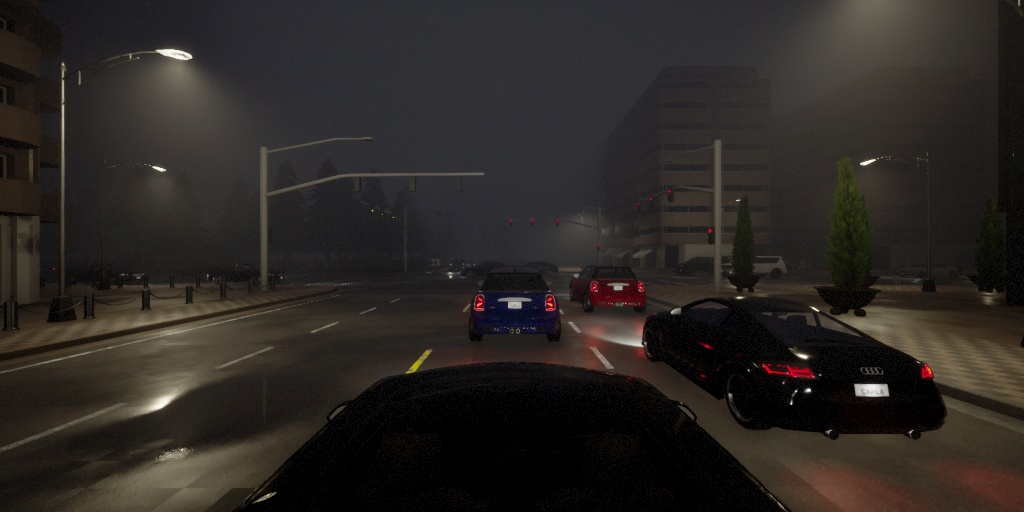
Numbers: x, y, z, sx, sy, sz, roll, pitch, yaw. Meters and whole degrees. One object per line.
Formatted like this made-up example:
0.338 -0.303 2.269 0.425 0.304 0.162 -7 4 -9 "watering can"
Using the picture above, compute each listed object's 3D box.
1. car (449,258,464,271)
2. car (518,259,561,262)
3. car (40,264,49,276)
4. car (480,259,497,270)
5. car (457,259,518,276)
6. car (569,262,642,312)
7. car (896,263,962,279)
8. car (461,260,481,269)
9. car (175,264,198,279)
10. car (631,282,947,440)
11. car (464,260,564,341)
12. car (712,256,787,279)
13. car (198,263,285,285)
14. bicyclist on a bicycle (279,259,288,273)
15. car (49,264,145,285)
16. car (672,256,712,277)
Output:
-6.936 1.102 47.459 2.097 1.767 4.553 0 0 2 "car"
2.296 1.276 36.551 4.892 1.490 1.837 0 0 0 "car"
-49.538 1.353 36.265 5.357 1.411 2.033 0 0 0 "car"
-3.293 1.228 51.897 1.882 1.535 5.008 0 0 4 "car"
-2.188 1.257 33.029 5.008 1.535 1.882 0 0 0 "car"
3.598 1.102 14.242 2.097 1.767 4.553 0 0 0 "car"
38.472 1.331 33.193 4.674 1.442 1.812 0 0 0 "car"
-6.469 1.297 56.916 2.033 1.411 5.357 0 0 6 "car"
-28.049 1.331 32.914 4.674 1.442 1.812 0 0 0 "car"
3.604 1.314 5.602 1.994 1.385 4.181 0 0 0 "car"
0.078 1.102 10.012 2.097 1.767 4.553 0 0 0 "car"
22.150 1.028 33.139 5.566 2.045 2.150 0 0 0 "car"
-19.010 1.297 25.754 4.902 1.511 2.128 0 0 0 "car"
-25.635 1.106 40.208 0.582 1.620 1.656 0 0 0 "bicyclist on a bicycle"
-29.222 1.297 25.709 4.902 1.511 2.128 0 0 0 "car"
19.347 1.026 36.626 5.566 2.045 2.150 0 0 0 "car"
